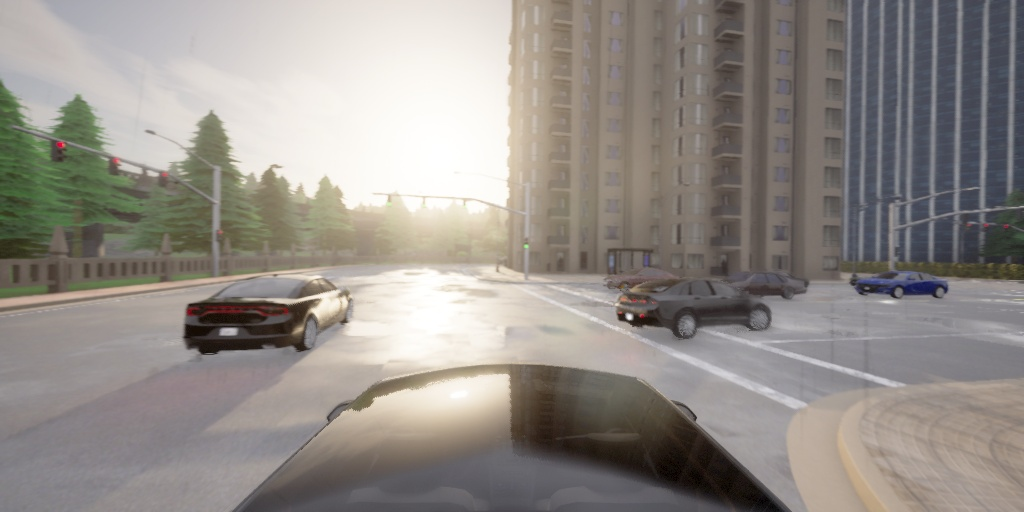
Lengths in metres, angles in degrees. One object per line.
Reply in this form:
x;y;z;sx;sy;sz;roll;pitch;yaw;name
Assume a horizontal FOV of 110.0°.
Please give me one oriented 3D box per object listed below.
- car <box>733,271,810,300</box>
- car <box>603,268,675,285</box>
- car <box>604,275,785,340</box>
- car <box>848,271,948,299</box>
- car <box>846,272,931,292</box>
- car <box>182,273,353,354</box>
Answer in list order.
12.982;1.550;19.309;5.357;1.411;2.033;1;0;-11;car
7.904;1.441;21.877;4.674;1.442;1.812;1;0;-10;car
5.324;1.390;10.419;4.892;1.490;1.837;1;-3;-23;car
23.050;1.647;21.274;5.008;1.535;1.882;1;0;-11;car
26.775;1.827;25.552;4.718;1.301;1.895;1;0;-11;car
-5.258;1.148;8.537;1.882;1.535;5.008;1;0;-10;car
